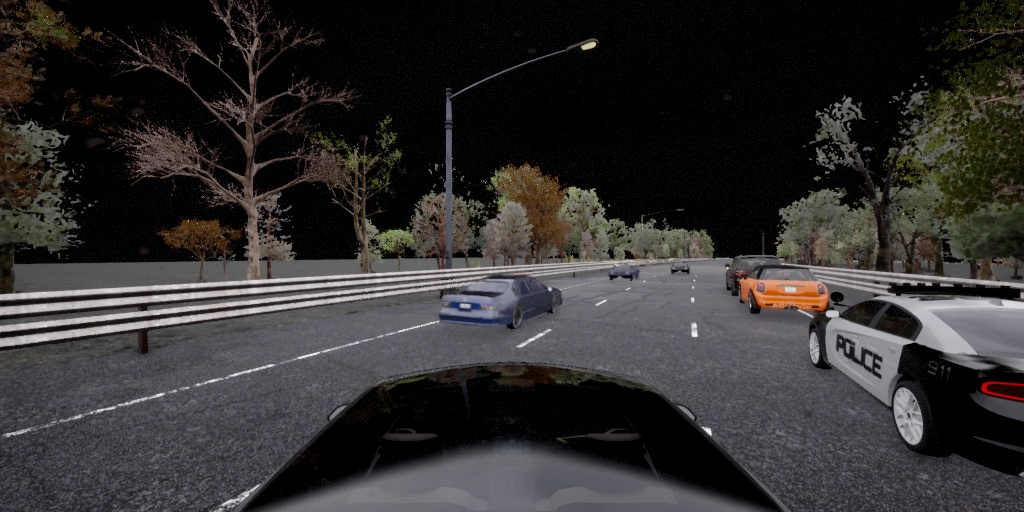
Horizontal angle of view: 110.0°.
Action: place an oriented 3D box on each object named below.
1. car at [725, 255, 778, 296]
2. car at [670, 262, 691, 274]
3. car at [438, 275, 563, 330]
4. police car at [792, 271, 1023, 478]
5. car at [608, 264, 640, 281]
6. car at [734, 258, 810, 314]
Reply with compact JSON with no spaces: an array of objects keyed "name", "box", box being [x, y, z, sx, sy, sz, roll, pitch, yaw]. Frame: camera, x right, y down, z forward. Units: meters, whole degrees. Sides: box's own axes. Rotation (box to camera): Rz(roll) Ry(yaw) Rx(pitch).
[{"name":"car","box":[12.599,0.978,18.755,2.150,2.045,5.566,0,0,27]},{"name":"car","box":[19.237,1.369,40.819,1.895,1.301,4.718,0,0,28]},{"name":"car","box":[-0.057,1.297,11.214,2.033,1.411,5.357,0,0,26]},{"name":"police car","box":[5.596,1.175,4.682,1.930,1.638,5.238,0,0,26]},{"name":"car","box":[9.447,1.358,29.918,1.895,1.301,4.718,0,0,28]},{"name":"car","box":[9.899,1.102,13.415,2.097,1.767,4.553,0,0,27]}]
